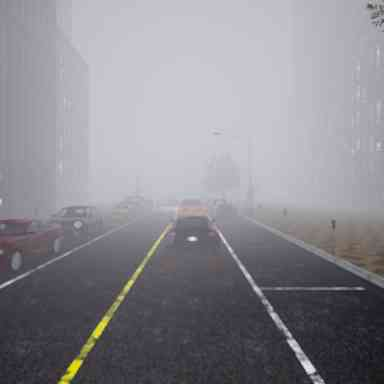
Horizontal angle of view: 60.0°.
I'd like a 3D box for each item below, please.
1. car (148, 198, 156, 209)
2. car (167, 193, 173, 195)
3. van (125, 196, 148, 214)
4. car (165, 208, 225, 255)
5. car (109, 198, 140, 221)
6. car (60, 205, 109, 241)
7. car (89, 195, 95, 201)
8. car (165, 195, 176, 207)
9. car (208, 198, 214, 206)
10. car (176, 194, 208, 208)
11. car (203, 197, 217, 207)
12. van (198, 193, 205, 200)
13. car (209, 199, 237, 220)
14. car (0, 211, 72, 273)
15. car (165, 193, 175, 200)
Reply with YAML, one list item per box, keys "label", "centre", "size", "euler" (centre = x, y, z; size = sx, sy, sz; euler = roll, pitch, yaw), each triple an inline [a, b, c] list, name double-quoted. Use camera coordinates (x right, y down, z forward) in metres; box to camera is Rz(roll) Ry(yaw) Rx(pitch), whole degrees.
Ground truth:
- label: "car"
  centre: [-5.739, 1.516, 43.926]
  size: [1.947, 1.339, 4.313]
  euler: [0, 0, 0]
- label: "car"
  centre: [-5.784, 1.490, 81.941]
  size: [1.802, 1.307, 4.206]
  euler: [0, 0, 0]
- label: "van"
  centre: [-5.724, 1.304, 32.847]
  size: [1.690, 1.788, 3.998]
  euler: [0, 0, 0]
- label: "car"
  centre: [0.033, 1.550, 13.233]
  size: [1.994, 1.385, 4.181]
  euler: [0, 0, 0]
- label: "car"
  centre: [-5.719, 1.494, 27.138]
  size: [1.752, 1.417, 4.829]
  euler: [0, 0, 0]
- label: "car"
  centre: [-5.706, 1.421, 16.230]
  size: [1.967, 1.590, 4.097]
  euler: [0, 0, 0]
- label: "car"
  centre: [-22.897, 1.257, 70.845]
  size: [4.206, 1.307, 1.802]
  euler: [1, -1, -1]
- label: "car"
  centre: [-3.103, 1.543, 51.253]
  size: [1.895, 1.301, 4.718]
  euler: [0, 0, 1]
- label: "car"
  centre: [2.655, 1.403, 32.858]
  size: [1.967, 1.590, 4.097]
  euler: [0, 0, 0]
- label: "car"
  centre: [0.013, 1.320, 27.765]
  size: [2.097, 1.767, 4.553]
  euler: [0, 0, 1]
- label: "car"
  centre: [2.635, 1.510, 49.475]
  size: [1.947, 1.339, 4.313]
  euler: [0, 0, 0]
- label: "van"
  centre: [2.585, 1.237, 93.056]
  size: [1.690, 1.788, 3.998]
  euler: [0, 0, 0]
- label: "car"
  centre: [2.661, 1.514, 27.318]
  size: [1.887, 1.381, 4.507]
  euler: [0, 0, 0]
- label: "car"
  centre: [-5.700, 1.532, 10.690]
  size: [1.887, 1.381, 4.507]
  euler: [0, 0, 0]
- label: "car"
  centre: [-5.789, 1.217, 87.492]
  size: [2.192, 1.841, 5.009]
  euler: [0, 0, 0]
